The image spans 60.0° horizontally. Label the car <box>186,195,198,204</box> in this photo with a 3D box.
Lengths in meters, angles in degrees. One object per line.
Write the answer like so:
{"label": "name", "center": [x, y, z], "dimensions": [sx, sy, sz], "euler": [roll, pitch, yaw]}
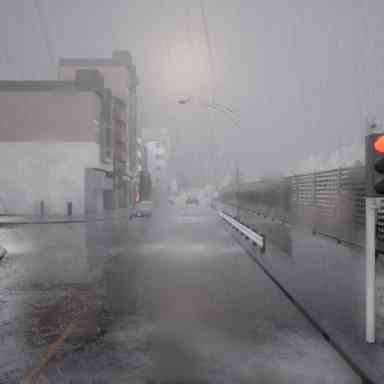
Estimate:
{"label": "car", "center": [0.071, 1.352, 61.562], "dimensions": [2.097, 1.767, 4.553], "euler": [0, 0, 0]}

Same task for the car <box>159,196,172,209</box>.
{"label": "car", "center": [-4.116, 1.502, 44.383], "dimensions": [1.837, 1.490, 4.892], "euler": [0, 1, 0]}

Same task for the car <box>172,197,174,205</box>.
{"label": "car", "center": [-4.109, 1.477, 57.375], "dimensions": [1.882, 1.535, 5.008], "euler": [0, 0, 0]}

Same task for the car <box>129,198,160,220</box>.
{"label": "car", "center": [-4.108, 1.505, 28.266], "dimensions": [1.837, 1.490, 4.892], "euler": [0, 0, 0]}
